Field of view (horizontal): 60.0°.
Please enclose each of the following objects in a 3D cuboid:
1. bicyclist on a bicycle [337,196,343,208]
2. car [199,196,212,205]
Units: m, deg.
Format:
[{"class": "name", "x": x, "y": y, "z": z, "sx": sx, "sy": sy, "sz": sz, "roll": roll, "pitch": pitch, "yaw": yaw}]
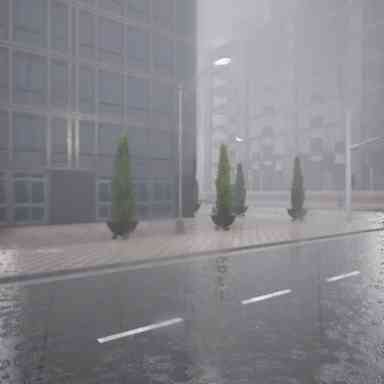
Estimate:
[{"class": "bicyclist on a bicycle", "x": 20.548, "y": 1.417, "z": 46.181, "sx": 1.656, "sy": 1.620, "sz": 0.582, "roll": 0, "pitch": 0, "yaw": -36}, {"class": "car", "x": 2.109, "y": 1.461, "z": 63.317, "sx": 2.097, "sy": 1.767, "sz": 4.553, "roll": 0, "pitch": 0, "yaw": -36}]
